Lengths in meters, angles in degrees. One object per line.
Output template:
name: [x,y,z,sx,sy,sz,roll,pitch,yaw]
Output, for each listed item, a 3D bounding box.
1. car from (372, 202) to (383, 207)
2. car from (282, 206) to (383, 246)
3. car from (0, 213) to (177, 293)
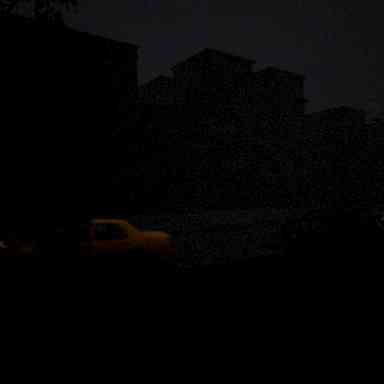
car: [10.735,1.343,18.267,4.553,1.767,2.185,1,0,-33]
car: [6.184,1.487,14.994,4.792,1.488,2.163,1,0,-33]
car: [-2.969,1.345,8.460,5.366,1.575,1.946,1,-1,-33]
